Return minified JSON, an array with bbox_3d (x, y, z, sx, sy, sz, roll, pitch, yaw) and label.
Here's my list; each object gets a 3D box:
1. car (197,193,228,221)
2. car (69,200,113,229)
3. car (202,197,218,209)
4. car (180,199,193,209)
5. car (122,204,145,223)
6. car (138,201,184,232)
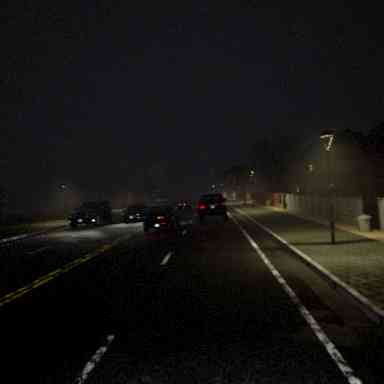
[{"bbox_3d":[1.613,1.134,26.524,2.150,2.045,5.566,-4,0,3],"label":"car"},{"bbox_3d":[-8.269,1.771,27.698,2.150,2.045,5.566,-4,0,2],"label":"car"},{"bbox_3d":[2.329,1.442,44.896,1.994,1.385,4.181,-4,0,2],"label":"car"},{"bbox_3d":[-0.892,1.634,44.967,2.033,1.411,5.357,-4,0,2],"label":"car"},{"bbox_3d":[-4.906,1.839,29.778,1.837,1.490,4.892,-4,0,3],"label":"car"},{"bbox_3d":[-1.877,1.637,21.410,1.837,1.490,4.892,-4,0,3],"label":"car"}]
